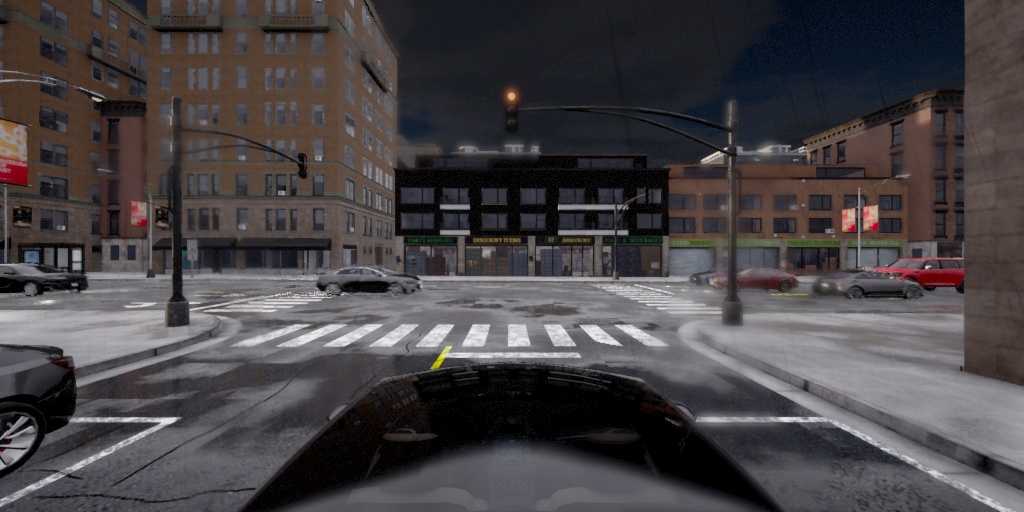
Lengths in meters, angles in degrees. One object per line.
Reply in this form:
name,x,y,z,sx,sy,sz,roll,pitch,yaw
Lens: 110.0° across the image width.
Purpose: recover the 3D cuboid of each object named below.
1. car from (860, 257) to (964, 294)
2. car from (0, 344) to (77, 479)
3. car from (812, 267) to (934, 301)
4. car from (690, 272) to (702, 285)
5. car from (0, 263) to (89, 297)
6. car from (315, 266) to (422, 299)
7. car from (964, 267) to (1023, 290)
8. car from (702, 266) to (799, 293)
car,23.991,1.101,21.071,5.566,2.045,2.150,0,0,0
car,-5.387,1.316,1.927,1.948,1.339,4.313,0,0,0
car,17.358,1.409,17.599,4.181,1.385,1.994,0,0,0
car,14.396,1.394,24.285,4.181,1.385,1.994,0,0,0
car,-23.707,1.121,17.376,5.008,1.535,1.882,0,0,0
car,-6.885,1.215,17.468,4.902,1.511,2.128,0,0,0
car,34.112,1.498,24.385,4.181,1.385,1.994,0,0,0
car,14.097,1.354,21.032,4.674,1.442,1.812,0,0,1
